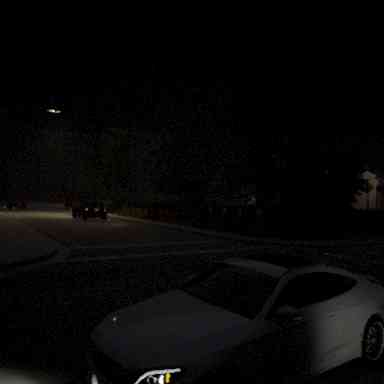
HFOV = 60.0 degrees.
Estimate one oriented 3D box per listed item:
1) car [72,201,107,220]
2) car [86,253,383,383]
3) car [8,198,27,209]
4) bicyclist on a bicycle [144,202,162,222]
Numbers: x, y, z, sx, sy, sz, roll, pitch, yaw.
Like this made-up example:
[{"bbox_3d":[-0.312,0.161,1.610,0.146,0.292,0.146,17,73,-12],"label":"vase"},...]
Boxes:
[{"bbox_3d":[-9.425,1.569,30.371,2.097,1.767,4.553,3,-2,-34],"label":"car"},{"bbox_3d":[0.972,1.652,4.598,4.674,1.442,1.812,2,-2,-35],"label":"car"},{"bbox_3d":[-23.673,1.569,45.111,1.994,1.385,4.181,3,-2,-34],"label":"car"},{"bbox_3d":[-3.259,1.713,28.015,1.656,1.620,0.582,3,-2,-34],"label":"bicyclist on a bicycle"}]
